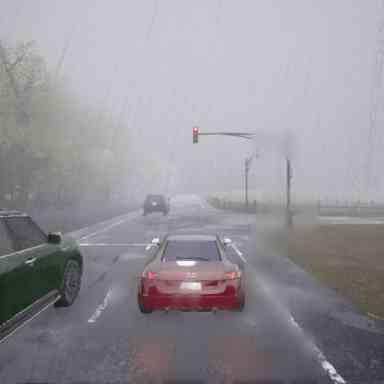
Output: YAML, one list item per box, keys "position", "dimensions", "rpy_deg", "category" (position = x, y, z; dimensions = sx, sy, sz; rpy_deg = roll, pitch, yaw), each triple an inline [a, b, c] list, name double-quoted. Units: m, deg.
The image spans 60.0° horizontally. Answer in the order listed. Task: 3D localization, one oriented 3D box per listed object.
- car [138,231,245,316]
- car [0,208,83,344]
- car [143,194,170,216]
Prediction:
- position: [-0.007, 1.566, 7.640]
  dimensions: [1.994, 1.385, 4.181]
  rpy_deg: [0, 0, 0]
  category: "car"
- position: [-3.405, 1.223, 4.778]
  dimensions: [2.150, 2.045, 5.566]
  rpy_deg: [0, 0, 0]
  category: "car"
- position: [-3.445, 1.229, 32.929]
  dimensions: [2.150, 2.045, 5.566]
  rpy_deg: [0, 0, 0]
  category: "car"
